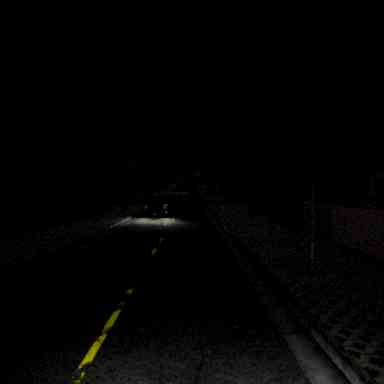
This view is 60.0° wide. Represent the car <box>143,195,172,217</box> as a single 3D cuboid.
[{"bbox_3d":[-2.809,1.093,27.748,2.097,1.767,4.553,0,1,0],"label":"car"}]

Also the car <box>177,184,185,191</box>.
[{"bbox_3d":[-2.722,-1.213,82.816,2.097,1.767,4.553,0,3,0],"label":"car"}]

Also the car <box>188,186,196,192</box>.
[{"bbox_3d":[0.028,-0.794,82.647,1.994,1.385,4.181,0,3,0],"label":"car"}]
